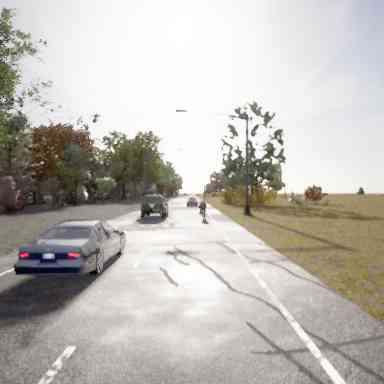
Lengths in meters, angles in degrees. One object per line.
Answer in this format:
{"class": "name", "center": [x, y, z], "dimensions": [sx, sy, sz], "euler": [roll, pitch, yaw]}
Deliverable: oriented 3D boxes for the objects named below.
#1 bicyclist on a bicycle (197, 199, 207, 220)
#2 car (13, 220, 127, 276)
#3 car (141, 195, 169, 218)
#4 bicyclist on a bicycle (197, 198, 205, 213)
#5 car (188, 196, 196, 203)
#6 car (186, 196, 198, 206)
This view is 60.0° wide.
{"class": "bicyclist on a bicycle", "center": [0.968, 1.523, 27.343], "dimensions": [0.582, 1.620, 1.656], "euler": [0, 0, 0]}
{"class": "car", "center": [-3.405, 1.574, 10.388], "dimensions": [2.033, 1.411, 5.357], "euler": [0, 0, 0]}
{"class": "car", "center": [-3.397, 1.301, 30.961], "dimensions": [2.150, 2.045, 5.566], "euler": [0, 0, 0]}
{"class": "bicyclist on a bicycle", "center": [0.988, 1.532, 37.213], "dimensions": [0.866, 1.612, 1.509], "euler": [0, 0, 0]}
{"class": "car", "center": [0.011, 1.695, 75.212], "dimensions": [1.837, 1.490, 4.892], "euler": [0, 0, 0]}
{"class": "car", "center": [0.046, 1.694, 56.623], "dimensions": [2.033, 1.411, 5.357], "euler": [0, 0, 1]}
